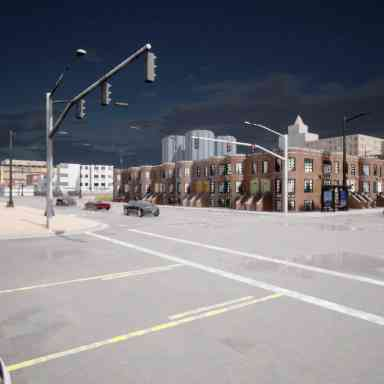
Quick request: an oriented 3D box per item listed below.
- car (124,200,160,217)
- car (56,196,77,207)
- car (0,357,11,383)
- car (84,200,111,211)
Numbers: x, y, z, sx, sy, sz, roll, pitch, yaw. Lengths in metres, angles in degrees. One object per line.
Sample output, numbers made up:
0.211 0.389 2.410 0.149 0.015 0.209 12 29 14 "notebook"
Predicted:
-4.815 1.505 31.360 1.837 1.490 4.892 0 0 -36 "car"
-19.540 1.353 51.781 2.097 1.767 4.553 0 0 -36 "car"
-3.740 1.221 1.100 5.566 2.045 2.150 0 0 -35 "car"
-11.551 1.601 40.684 1.895 1.301 4.718 0 0 -36 "car"
